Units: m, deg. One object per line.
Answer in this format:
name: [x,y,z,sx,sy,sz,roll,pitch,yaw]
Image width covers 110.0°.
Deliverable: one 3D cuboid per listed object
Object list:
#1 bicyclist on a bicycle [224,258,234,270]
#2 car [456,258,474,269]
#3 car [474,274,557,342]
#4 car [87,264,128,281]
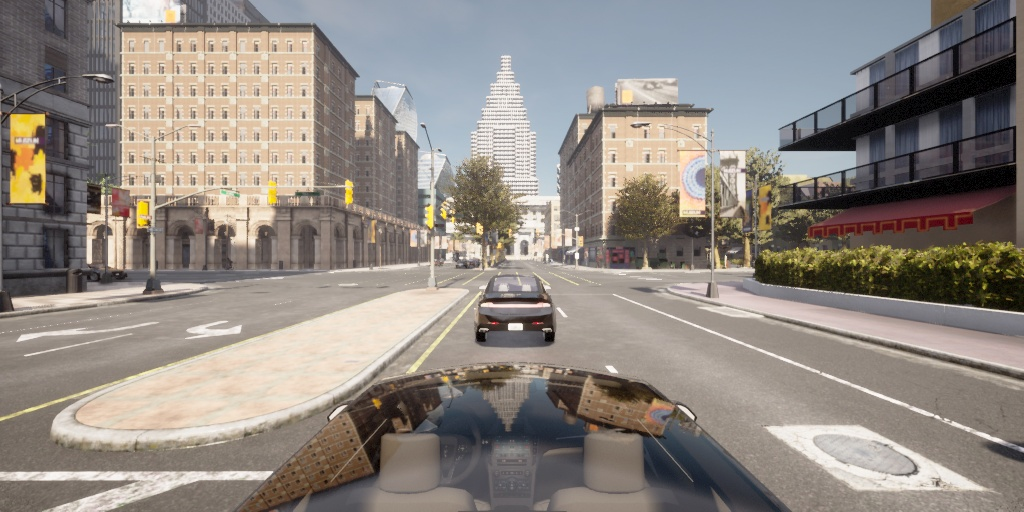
bicyclist on a bicycle: [-37.237,1.050,47.188,0.582,1.620,1.656,0,0,0]
car: [-8.002,1.241,58.527,2.128,1.511,4.902,0,0,0]
car: [0.082,1.242,9.778,2.128,1.511,4.902,0,0,0]
car: [-34.159,1.314,29.234,4.181,1.385,1.994,0,0,0]
